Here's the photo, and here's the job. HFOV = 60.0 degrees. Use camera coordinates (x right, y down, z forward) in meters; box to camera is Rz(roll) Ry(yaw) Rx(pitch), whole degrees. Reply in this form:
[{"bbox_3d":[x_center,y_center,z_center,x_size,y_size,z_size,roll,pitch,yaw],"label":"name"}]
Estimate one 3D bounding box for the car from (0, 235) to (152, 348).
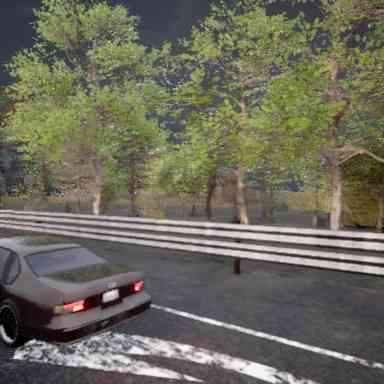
[{"bbox_3d":[-3.220,1.551,6.291,5.357,1.411,2.033,0,0,36],"label":"car"}]
